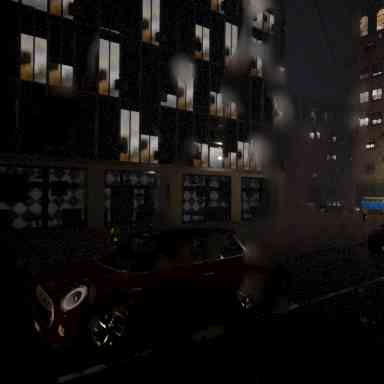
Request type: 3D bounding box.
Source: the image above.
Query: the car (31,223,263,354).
[{"bbox_3d":[-0.669,1.441,6.068,4.097,1.590,1.967,0,1,-35],"label":"car"}]

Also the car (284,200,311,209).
[{"bbox_3d":[15.697,1.787,48.854,1.752,1.417,4.829,0,-1,-35],"label":"car"}]

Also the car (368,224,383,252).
[{"bbox_3d":[8.406,1.567,12.545,4.313,1.339,1.947,0,1,-35],"label":"car"}]

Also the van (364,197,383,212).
[{"bbox_3d":[22.128,1.524,39.601,1.690,1.788,3.998,0,-1,-35],"label":"van"}]

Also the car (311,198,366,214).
[{"bbox_3d":[15.243,1.620,34.821,2.008,1.369,4.403,0,-1,-35],"label":"car"}]
